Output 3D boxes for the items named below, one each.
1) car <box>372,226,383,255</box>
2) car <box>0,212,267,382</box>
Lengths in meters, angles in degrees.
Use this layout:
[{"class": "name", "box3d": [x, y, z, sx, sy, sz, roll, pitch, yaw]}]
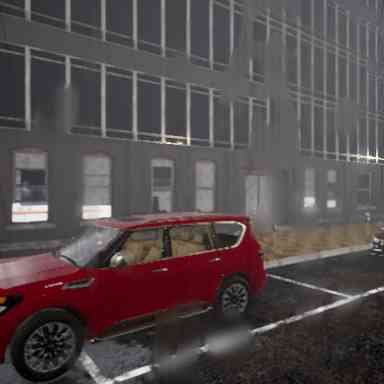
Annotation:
[{"class": "car", "box3d": [8.278, 1.574, 12.115, 4.403, 1.369, 2.008, 0, 0, -35]}, {"class": "car", "box3d": [-0.908, 1.318, 5.629, 5.009, 1.841, 2.192, 0, 0, -35]}]
